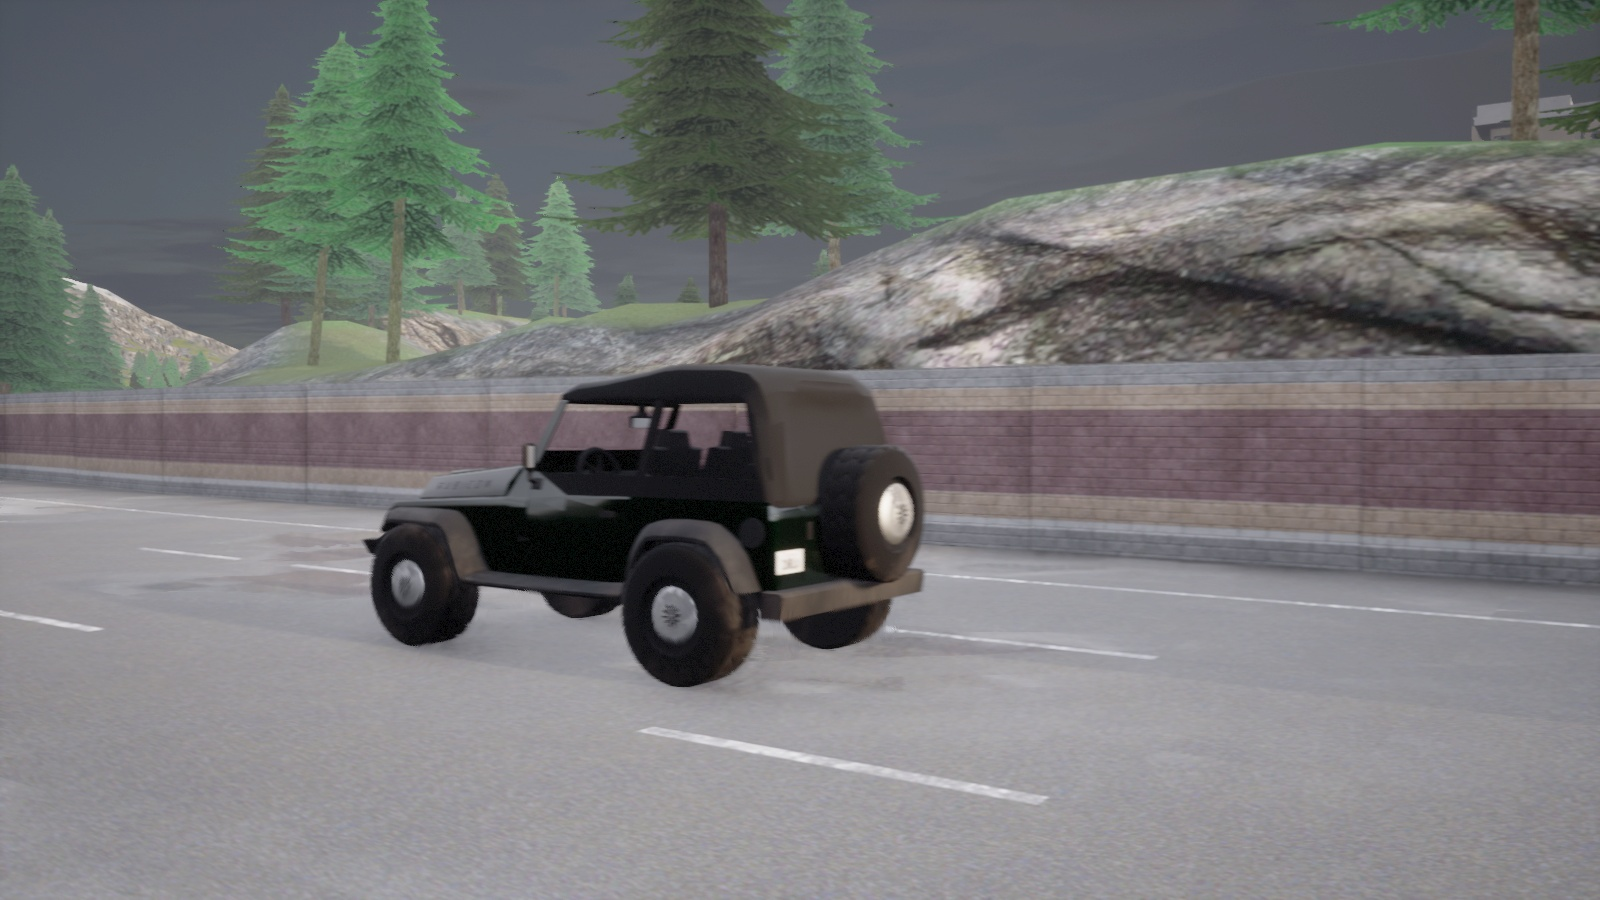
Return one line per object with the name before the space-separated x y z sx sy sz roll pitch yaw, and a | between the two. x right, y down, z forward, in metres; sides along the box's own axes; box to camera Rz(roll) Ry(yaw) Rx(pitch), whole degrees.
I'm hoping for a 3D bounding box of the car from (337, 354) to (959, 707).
car | -1.100 0.420 8.549 3.866 1.878 1.905 0 1 34
